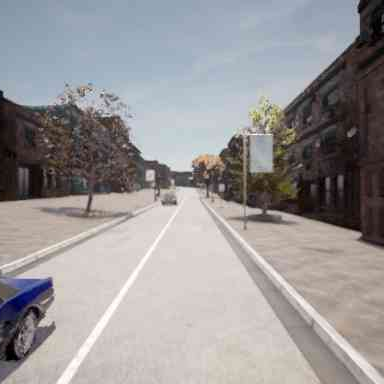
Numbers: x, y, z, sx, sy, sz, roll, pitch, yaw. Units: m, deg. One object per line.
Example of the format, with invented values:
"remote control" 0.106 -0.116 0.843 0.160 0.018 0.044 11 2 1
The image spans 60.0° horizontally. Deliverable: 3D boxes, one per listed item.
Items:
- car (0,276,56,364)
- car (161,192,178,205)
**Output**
"car" -3.101 1.579 3.071 1.895 1.301 4.718 0 1 0
"car" -3.098 0.892 46.316 2.097 1.767 4.553 0 1 0
